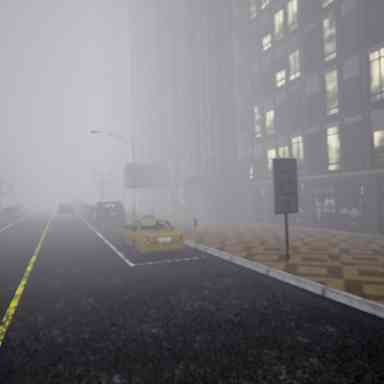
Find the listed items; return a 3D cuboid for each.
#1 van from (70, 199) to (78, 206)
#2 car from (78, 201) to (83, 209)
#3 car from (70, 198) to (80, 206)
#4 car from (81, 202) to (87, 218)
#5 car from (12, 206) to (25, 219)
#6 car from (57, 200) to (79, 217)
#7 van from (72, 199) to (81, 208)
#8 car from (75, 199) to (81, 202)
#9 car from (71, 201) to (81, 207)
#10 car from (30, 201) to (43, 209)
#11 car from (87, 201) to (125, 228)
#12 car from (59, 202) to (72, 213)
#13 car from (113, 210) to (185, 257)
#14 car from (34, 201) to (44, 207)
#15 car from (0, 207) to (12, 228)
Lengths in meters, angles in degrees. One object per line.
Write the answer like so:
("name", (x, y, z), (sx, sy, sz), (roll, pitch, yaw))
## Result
("van", (-31.042, 2.664, 87.318), (1.690, 1.788, 3.998), (-1, 0, -22))
("car", (-12.349, 2.114, 40.113), (1.802, 1.307, 4.206), (-1, 0, -22))
("car", (-28.966, 2.551, 82.073), (2.192, 1.841, 5.009), (-1, 0, -22))
("car", (-10.273, 1.988, 34.869), (1.887, 1.381, 4.507), (-1, 0, -22))
("car", (-20.122, 2.349, 36.990), (1.802, 1.307, 4.206), (-1, 0, -22))
("car", (-15.085, 2.110, 39.964), (2.128, 1.511, 4.902), (-2, 0, -22))
("van", (-24.813, 2.403, 71.583), (1.690, 1.788, 3.998), (-1, 0, -22))
("car", (-18.579, 2.342, 55.848), (1.887, 1.381, 4.507), (-1, 0, -22))
("car", (-26.885, 2.700, 76.826), (2.008, 1.369, 4.403), (-1, 0, -22))
("car", (-34.664, 2.824, 73.714), (1.967, 1.590, 4.097), (-1, 0, -22))
("car", (-6.127, 1.579, 24.381), (2.192, 1.841, 5.009), (-1, 0, -22))
("car", (-18.970, 2.310, 49.771), (1.812, 1.442, 4.674), (-2, 0, -22))
("car", (-1.759, 1.599, 13.257), (1.752, 1.417, 4.829), (-1, 0, -22))
("car", (-38.815, 3.108, 84.205), (2.008, 1.369, 4.403), (-1, 0, -22))
("car", (-15.970, 2.139, 26.498), (2.008, 1.369, 4.403), (-1, 0, -22))
